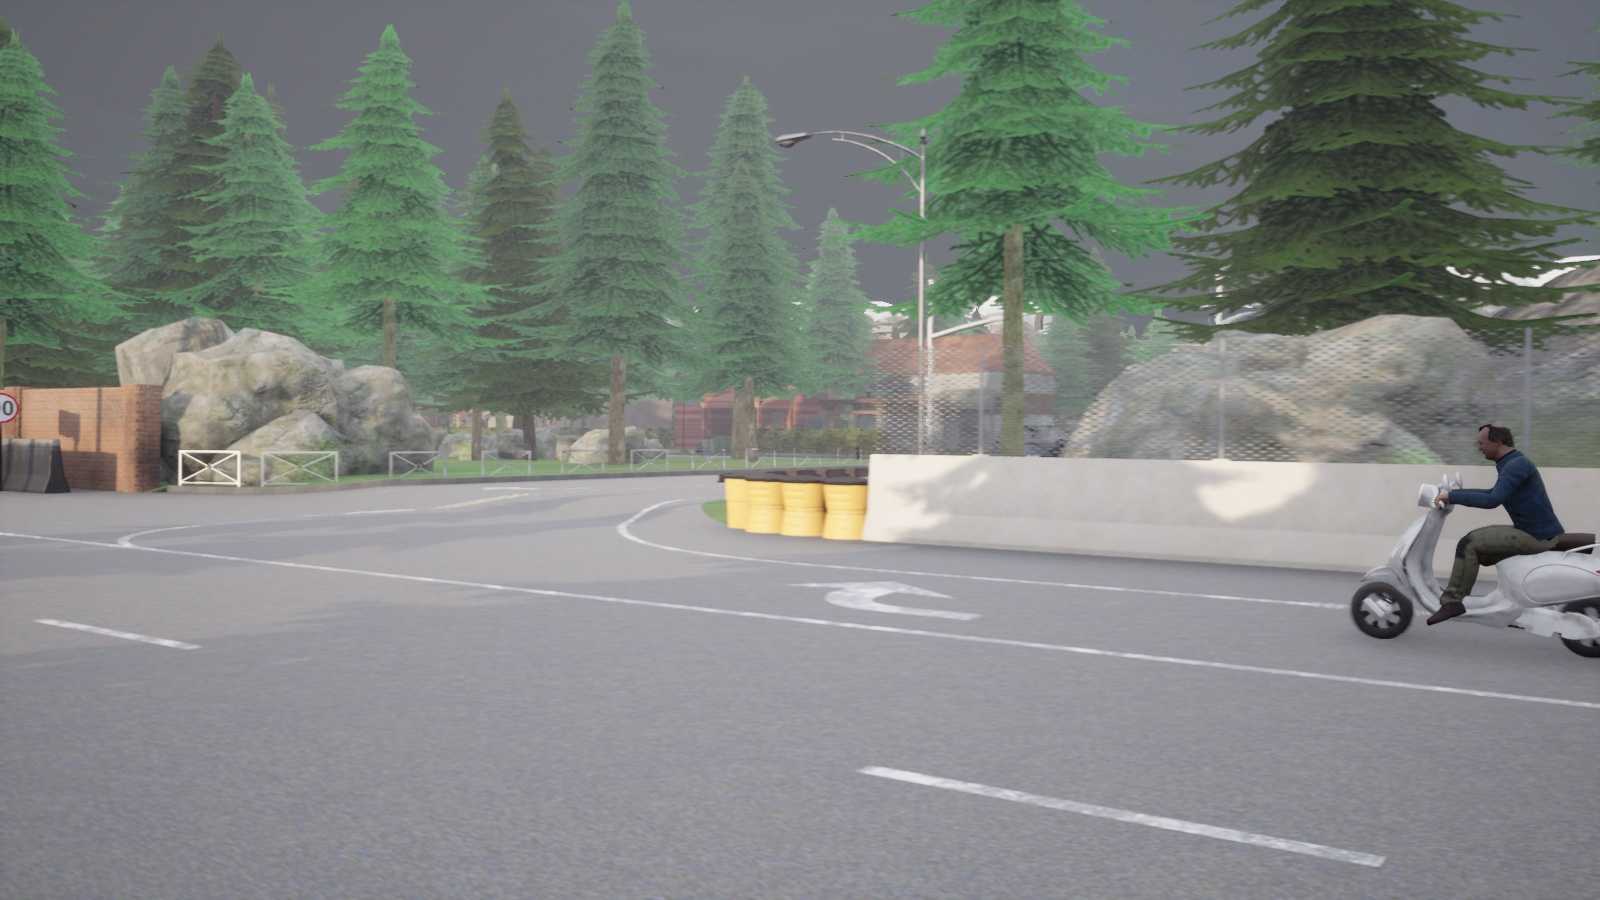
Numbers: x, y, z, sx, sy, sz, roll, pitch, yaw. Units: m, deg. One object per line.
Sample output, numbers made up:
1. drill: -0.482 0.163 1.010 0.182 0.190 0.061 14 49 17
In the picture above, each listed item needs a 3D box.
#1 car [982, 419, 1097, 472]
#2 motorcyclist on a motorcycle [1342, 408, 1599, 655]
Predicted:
1. car: 8.121 -0.185 42.261 2.033 1.649 4.856 0 1 34
2. motorcyclist on a motorcycle: 4.856 0.521 8.799 1.817 1.590 0.866 0 1 34
